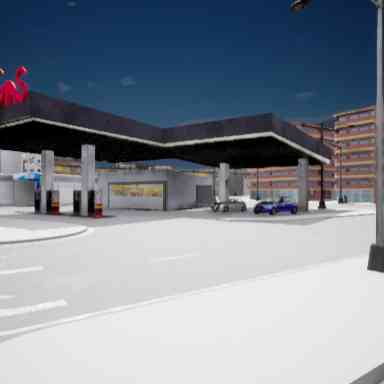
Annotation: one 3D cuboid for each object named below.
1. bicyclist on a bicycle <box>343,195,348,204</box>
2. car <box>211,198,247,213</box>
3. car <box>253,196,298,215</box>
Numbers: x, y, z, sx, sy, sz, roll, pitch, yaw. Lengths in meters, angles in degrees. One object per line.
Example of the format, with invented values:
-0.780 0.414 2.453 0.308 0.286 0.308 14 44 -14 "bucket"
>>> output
26.789 1.276 58.106 1.656 1.620 0.582 0 0 -36 "bicyclist on a bicycle"
3.932 1.420 35.484 3.806 1.475 1.970 0 0 -35 "car"
7.889 1.260 31.250 4.611 1.667 2.242 0 0 -35 "car"
